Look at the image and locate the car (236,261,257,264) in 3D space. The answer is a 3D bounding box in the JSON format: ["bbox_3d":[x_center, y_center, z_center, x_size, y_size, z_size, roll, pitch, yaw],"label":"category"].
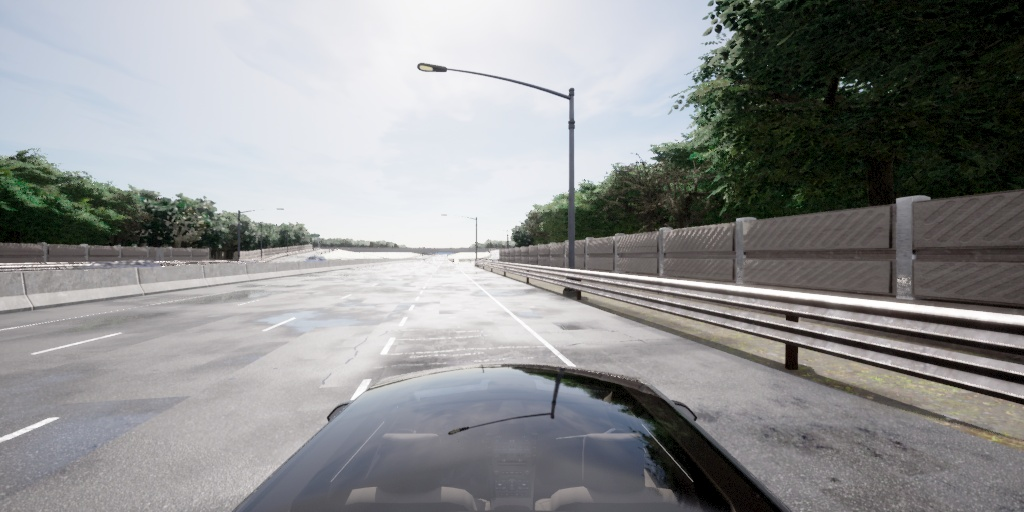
[{"bbox_3d":[-32.872,1.333,44.360,2.033,1.411,5.357,0,0,-10],"label":"car"}]

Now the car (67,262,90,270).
[{"bbox_3d":[-37.871,1.260,32.990,2.128,1.511,4.902,0,0,-11],"label":"car"}]

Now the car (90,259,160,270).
[{"bbox_3d":[-34.155,1.118,32.168,2.097,1.767,4.553,0,0,-11],"label":"car"}]
